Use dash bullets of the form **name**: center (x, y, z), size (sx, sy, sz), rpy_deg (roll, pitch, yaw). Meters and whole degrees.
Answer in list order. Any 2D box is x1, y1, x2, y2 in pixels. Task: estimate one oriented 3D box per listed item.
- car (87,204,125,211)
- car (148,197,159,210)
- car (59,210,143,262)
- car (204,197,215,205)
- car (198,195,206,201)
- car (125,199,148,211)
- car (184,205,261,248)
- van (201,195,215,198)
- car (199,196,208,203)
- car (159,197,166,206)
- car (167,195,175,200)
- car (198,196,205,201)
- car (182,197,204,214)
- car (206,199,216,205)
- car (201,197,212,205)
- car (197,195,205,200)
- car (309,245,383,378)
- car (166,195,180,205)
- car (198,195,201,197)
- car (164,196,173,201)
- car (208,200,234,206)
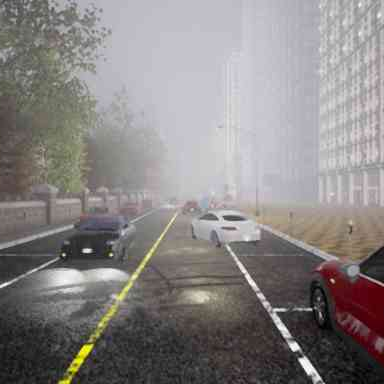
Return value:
- **car**: center (-5.734, 1.547, 20.797), size (1.887, 1.381, 4.507), rpy_deg (0, 0, 0)
- **car**: center (-5.783, 1.557, 43.326), size (1.887, 1.381, 4.507), rpy_deg (0, 0, 0)
- **car**: center (-3.125, 1.564, 11.914), size (1.994, 1.385, 4.181), rpy_deg (0, 0, 0)
- **car**: center (2.609, 1.590, 37.712), size (1.802, 1.307, 4.206), rpy_deg (0, 0, 0)
- **car**: center (2.511, 1.501, 82.771), size (1.967, 1.590, 4.097), rpy_deg (0, 0, 0)
- **car**: center (-5.759, 1.550, 32.062), size (1.887, 1.381, 4.507), rpy_deg (0, 0, 0)
- **car**: center (1.330, 1.526, 14.735), size (1.812, 1.442, 4.674), rpy_deg (0, 0, -19)
- **van**: center (2.585, 1.359, 48.978), size (1.690, 1.788, 3.998), rpy_deg (0, 0, 0)
- **car**: center (2.536, 1.627, 71.506), size (1.802, 1.307, 4.206), rpy_deg (0, 0, 0)
- **car**: center (-5.808, 1.549, 54.421), size (1.752, 1.417, 4.829), rpy_deg (0, 0, 0)
- **car**: center (-5.895, 1.524, 94.016), size (1.967, 1.590, 4.097), rpy_deg (0, 0, 0)
- **car**: center (2.498, 1.653, 88.402), size (1.802, 1.307, 4.206), rpy_deg (0, 0, 0)
- **car**: center (0.017, 1.532, 34.497), size (1.812, 1.442, 4.674), rpy_deg (0, 0, 0)
- **car**: center (2.622, 1.587, 32.080), size (1.802, 1.307, 4.206), rpy_deg (0, 0, 0)
- **car**: center (2.560, 1.612, 60.241), size (1.802, 1.307, 4.206), rpy_deg (0, 0, 0)
- **car**: center (2.485, 1.635, 94.034), size (2.008, 1.369, 4.403), rpy_deg (0, 0, 0)
- **car**: center (3.105, 1.352, 4.039), size (2.097, 1.767, 4.553), rpy_deg (0, 0, 0)
- **car**: center (-3.132, 1.544, 59.490), size (1.837, 1.490, 4.892), rpy_deg (0, 0, 0)
- **car**: center (-0.021, 1.573, 56.894), size (2.033, 1.411, 5.357), rpy_deg (0, 0, 0)
- **car**: center (-5.869, 1.627, 82.752), size (1.947, 1.339, 4.313), rpy_deg (0, 0, 0)
- **car**: center (2.634, 1.554, 26.447), size (2.008, 1.369, 4.403), rpy_deg (0, 0, 0)
